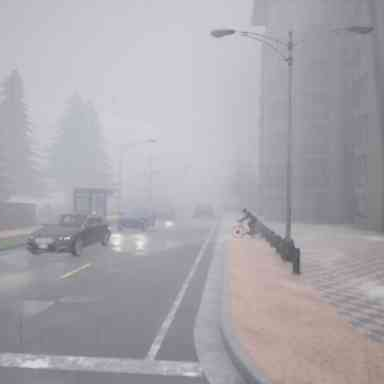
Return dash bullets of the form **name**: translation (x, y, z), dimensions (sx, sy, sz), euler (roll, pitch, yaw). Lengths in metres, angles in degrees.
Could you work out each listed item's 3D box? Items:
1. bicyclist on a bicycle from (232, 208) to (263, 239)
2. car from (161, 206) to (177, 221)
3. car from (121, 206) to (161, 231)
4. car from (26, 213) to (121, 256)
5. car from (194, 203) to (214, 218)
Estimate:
- **bicyclist on a bicycle**: translation (2.937, 1.682, 17.658), dimensions (1.656, 1.620, 0.582), euler (0, -1, 6)
- **car**: translation (-2.790, 2.135, 34.322), dimensions (1.812, 1.442, 4.674), euler (1, -1, 6)
- **car**: translation (-3.896, 1.878, 24.153), dimensions (1.882, 1.535, 5.008), euler (1, -1, 6)
- **car**: translation (-4.967, 1.685, 14.094), dimensions (2.128, 1.511, 4.902), euler (1, -1, 6)
- **car**: translation (1.487, 2.131, 39.858), dimensions (2.097, 1.767, 4.553), euler (1, -1, 6)
